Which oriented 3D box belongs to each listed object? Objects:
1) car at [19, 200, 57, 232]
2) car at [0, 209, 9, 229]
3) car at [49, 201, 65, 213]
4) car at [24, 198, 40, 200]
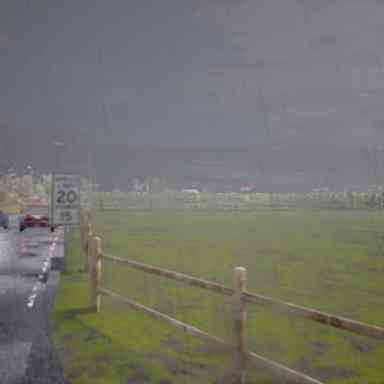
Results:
[{"bbox_3d":[-10.411,1.653,22.857,2.097,1.767,4.553,1,-1,-20],"label":"car"},{"bbox_3d":[-12.928,1.770,21.129,1.812,1.442,4.674,1,-1,-20],"label":"car"},{"bbox_3d":[-18.970,2.111,46.836,1.837,1.490,4.892,1,0,-19],"label":"car"},{"bbox_3d":[-20.342,1.734,42.235,2.150,2.045,5.566,1,-1,-19],"label":"car"}]
